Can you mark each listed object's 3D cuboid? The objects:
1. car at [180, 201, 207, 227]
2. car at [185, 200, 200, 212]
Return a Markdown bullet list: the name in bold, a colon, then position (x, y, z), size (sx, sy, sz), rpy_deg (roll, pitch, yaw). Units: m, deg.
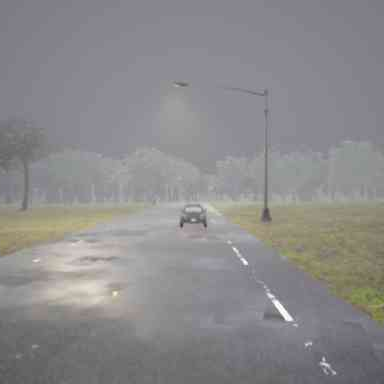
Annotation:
- **car**: position (0.096, 1.658, 23.926), size (1.812, 1.442, 4.674), rpy_deg (0, 0, 0)
- **car**: position (0.117, 1.828, 44.150), size (1.895, 1.301, 4.718), rpy_deg (0, 0, 0)
